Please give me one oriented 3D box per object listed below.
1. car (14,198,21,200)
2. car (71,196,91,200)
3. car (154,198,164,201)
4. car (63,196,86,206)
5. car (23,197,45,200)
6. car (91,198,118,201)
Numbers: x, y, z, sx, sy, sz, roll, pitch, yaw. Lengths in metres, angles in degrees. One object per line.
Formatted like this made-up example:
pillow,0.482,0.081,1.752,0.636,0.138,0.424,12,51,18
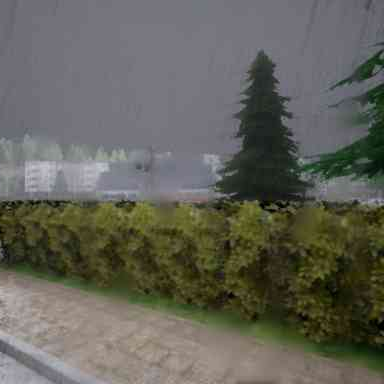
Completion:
car,-38.348,1.996,75.528,1.970,1.475,3.806,-1,0,36
car,-20.089,1.636,63.030,1.932,1.855,4.605,-1,0,36
car,-5.191,1.723,51.917,1.845,1.501,3.633,-1,0,36
car,-22.675,1.645,64.417,1.905,1.878,3.866,-1,0,36
car,-32.985,1.852,71.991,2.152,1.636,5.027,-1,0,36
car,-11.986,1.765,47.700,1.970,1.475,3.806,-1,0,36
